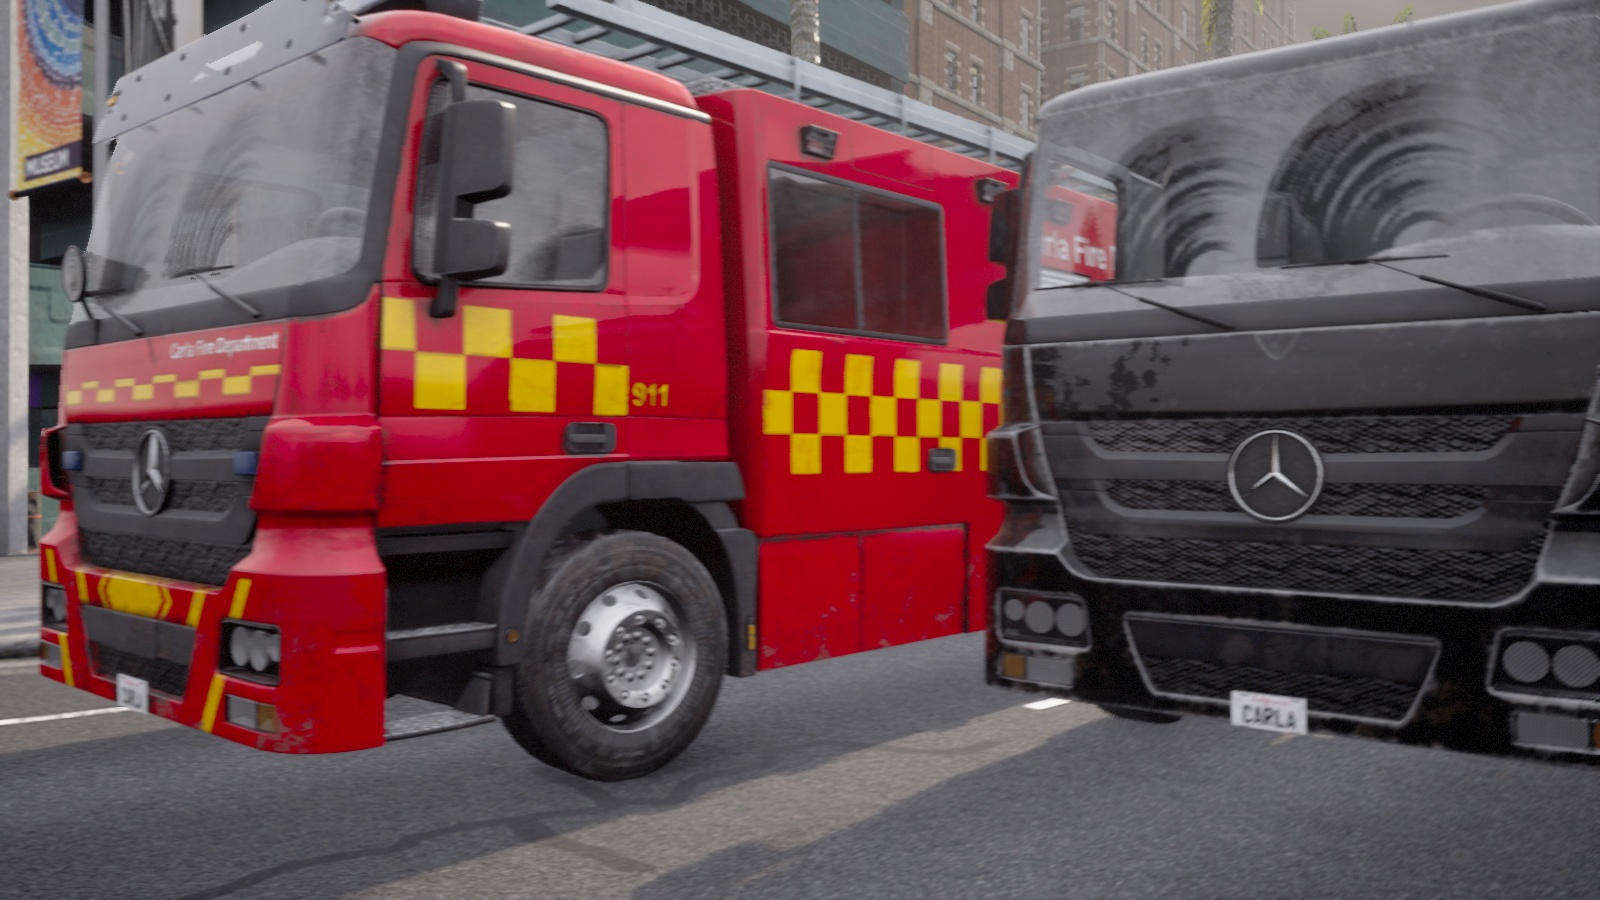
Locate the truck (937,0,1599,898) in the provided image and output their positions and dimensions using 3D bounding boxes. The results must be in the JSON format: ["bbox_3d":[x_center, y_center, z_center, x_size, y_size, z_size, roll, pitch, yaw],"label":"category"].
[{"bbox_3d":[4.242,-0.222,8.043,2.891,3.462,7.936,0,0,38],"label":"truck"}]

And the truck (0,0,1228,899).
[{"bbox_3d":[-0.335,-0.392,8.266,2.891,3.827,8.468,0,0,42],"label":"truck"}]

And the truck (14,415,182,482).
[{"bbox_3d":[-42.444,-0.067,76.245,2.891,3.827,8.468,0,0,35],"label":"truck"}]

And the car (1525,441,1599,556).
[{"bbox_3d":[12.960,0.705,19.977,2.033,1.649,4.856,0,0,35],"label":"car"}]
